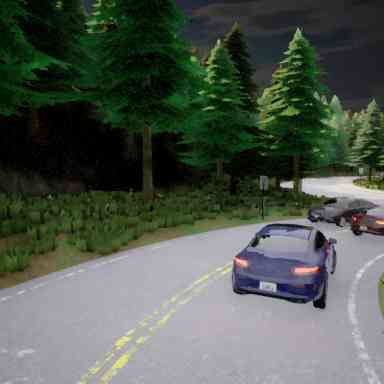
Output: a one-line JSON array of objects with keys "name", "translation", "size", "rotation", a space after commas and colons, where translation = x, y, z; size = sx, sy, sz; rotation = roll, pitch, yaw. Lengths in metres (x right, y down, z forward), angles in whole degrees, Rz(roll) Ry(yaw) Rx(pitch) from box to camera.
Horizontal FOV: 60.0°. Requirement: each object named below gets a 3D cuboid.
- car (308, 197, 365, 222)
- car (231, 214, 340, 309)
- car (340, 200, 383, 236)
[{"name": "car", "translation": [8.650, 1.050, 19.002], "size": [4.892, 1.490, 1.837], "rotation": [-1, 5, -33]}, {"name": "car", "translation": [2.357, 1.486, 7.971], "size": [1.812, 1.442, 4.674], "rotation": [2, 2, 26]}, {"name": "car", "translation": [9.264, 1.337, 15.517], "size": [4.674, 1.442, 1.812], "rotation": [-1, 5, -34]}]
